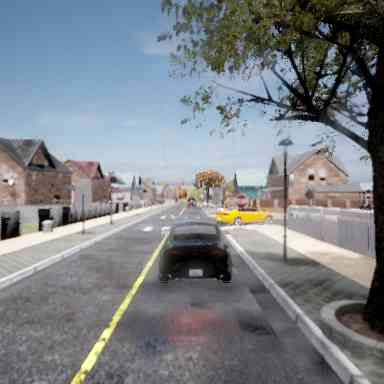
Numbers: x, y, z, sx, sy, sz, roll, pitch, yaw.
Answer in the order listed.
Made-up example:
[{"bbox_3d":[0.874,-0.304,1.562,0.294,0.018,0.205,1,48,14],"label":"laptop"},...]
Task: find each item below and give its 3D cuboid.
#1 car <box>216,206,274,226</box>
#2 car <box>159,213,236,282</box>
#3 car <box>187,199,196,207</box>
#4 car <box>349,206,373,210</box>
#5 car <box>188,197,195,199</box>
[{"bbox_3d":[4.258,1.870,26.506,5.008,1.535,1.882,0,-2,-29],"label":"car"},{"bbox_3d":[0.086,1.614,10.057,1.837,1.490,4.892,0,0,0],"label":"car"},{"bbox_3d":[-0.096,2.672,72.401,1.895,1.301,4.718,0,-1,0],"label":"car"},{"bbox_3d":[14.549,1.949,29.017,4.181,1.385,1.994,0,1,9],"label":"car"},{"bbox_3d":[-0.110,2.343,82.429,2.150,2.045,5.566,0,-1,0],"label":"car"}]
